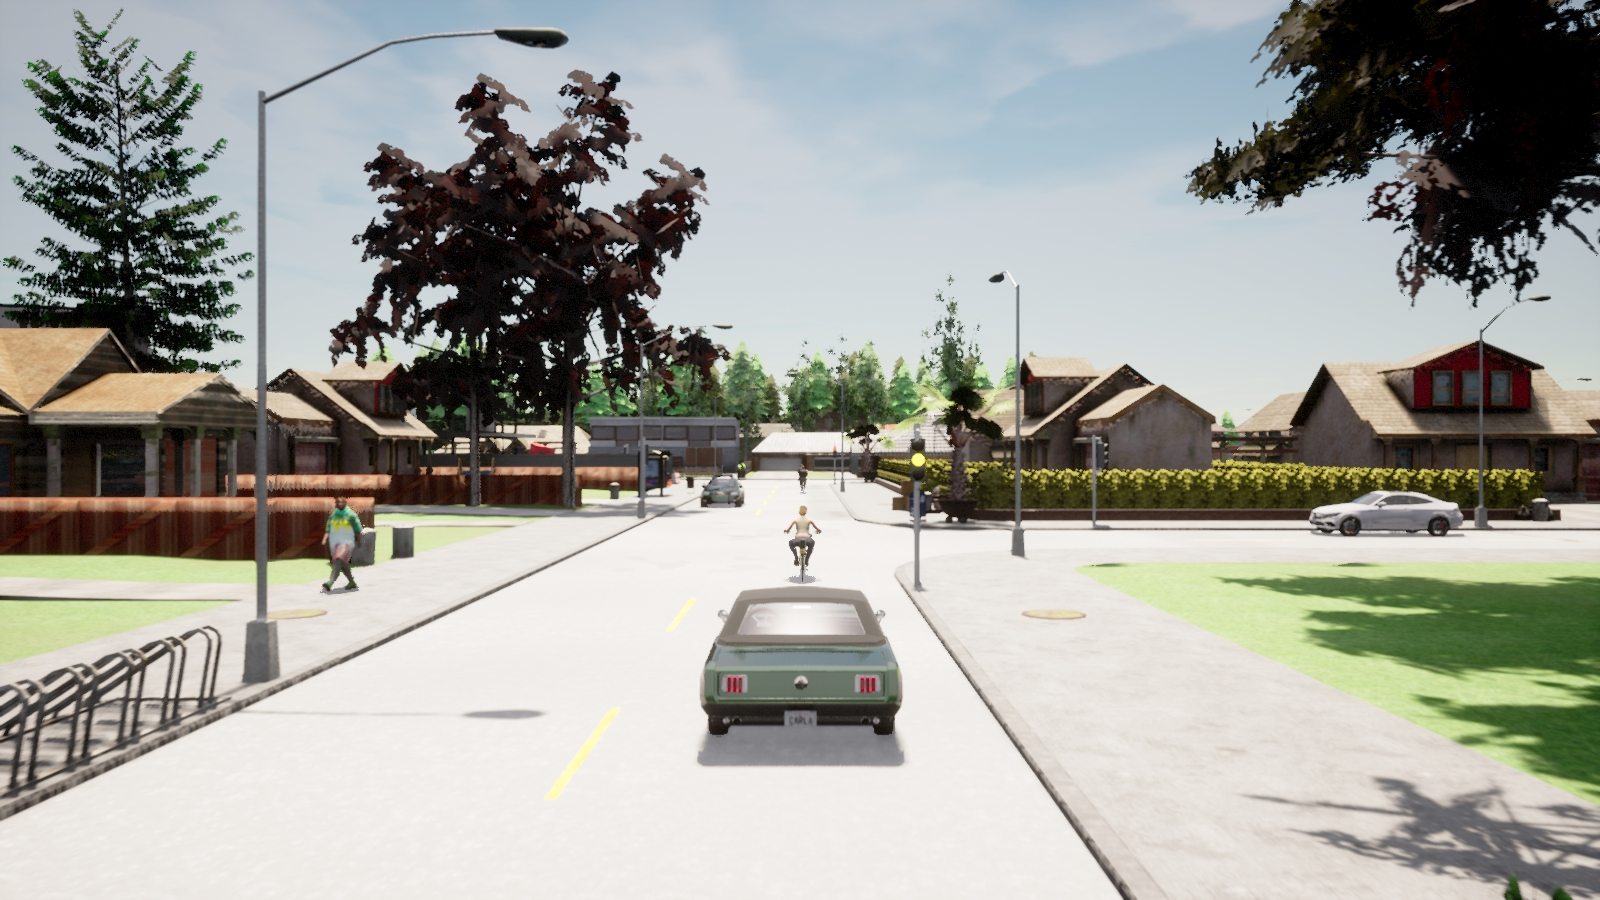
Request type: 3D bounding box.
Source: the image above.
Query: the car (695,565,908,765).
[{"bbox_3d":[0.017,2.151,12.526,1.895,1.301,4.718,0,0,0],"label":"car"}]

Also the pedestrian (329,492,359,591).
[{"bbox_3d":[-8.708,1.738,21.824,0.375,1.860,0.375,0,0,10],"label":"pedestrian"}]

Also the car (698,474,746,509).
[{"bbox_3d":[-3.826,2.025,56.963,2.038,1.542,4.974,0,0,0],"label":"car"}]

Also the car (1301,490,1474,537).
[{"bbox_3d":[19.243,2.073,37.582,4.674,1.442,2.002,0,0,0],"label":"car"}]
